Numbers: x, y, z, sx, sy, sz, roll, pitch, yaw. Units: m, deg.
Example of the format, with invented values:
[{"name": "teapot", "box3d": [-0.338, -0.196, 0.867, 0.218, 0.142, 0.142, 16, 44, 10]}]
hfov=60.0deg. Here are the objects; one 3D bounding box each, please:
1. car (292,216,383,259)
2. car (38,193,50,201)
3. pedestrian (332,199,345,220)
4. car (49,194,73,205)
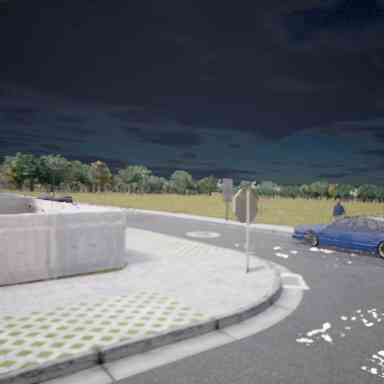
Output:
[{"name": "car", "box3d": [6.580, 1.627, 12.877, 2.033, 1.411, 5.357, 1, 0, -36]}, {"name": "car", "box3d": [-24.429, 0.926, 55.674, 2.033, 1.411, 5.357, 1, 0, -36]}, {"name": "pedestrian", "box3d": [7.365, 1.240, 16.763, 0.375, 1.860, 0.375, 2, -1, -36]}, {"name": "car", "box3d": [-18.326, 1.025, 47.256, 1.837, 1.490, 4.892, 1, 0, -36]}]
